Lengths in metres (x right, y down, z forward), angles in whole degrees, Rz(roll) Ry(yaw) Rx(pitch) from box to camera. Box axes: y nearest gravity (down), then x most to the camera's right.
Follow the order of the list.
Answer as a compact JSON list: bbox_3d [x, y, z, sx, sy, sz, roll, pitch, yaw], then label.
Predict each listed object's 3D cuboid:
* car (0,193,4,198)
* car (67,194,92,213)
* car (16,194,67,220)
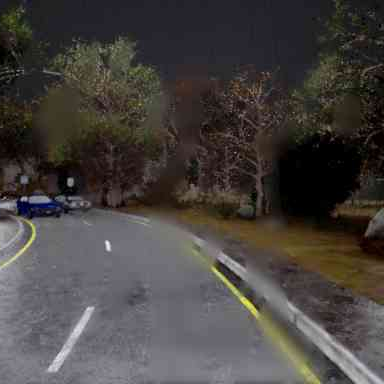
[{"bbox_3d":[-23.459,0.266,37.426,4.718,1.301,1.895,3,2,28],"label":"car"},{"bbox_3d":[-9.794,0.886,26.287,2.033,1.411,5.357,-1,2,-42],"label":"car"},{"bbox_3d":[-10.337,0.916,22.270,1.882,1.535,5.008,0,2,-39],"label":"car"}]
